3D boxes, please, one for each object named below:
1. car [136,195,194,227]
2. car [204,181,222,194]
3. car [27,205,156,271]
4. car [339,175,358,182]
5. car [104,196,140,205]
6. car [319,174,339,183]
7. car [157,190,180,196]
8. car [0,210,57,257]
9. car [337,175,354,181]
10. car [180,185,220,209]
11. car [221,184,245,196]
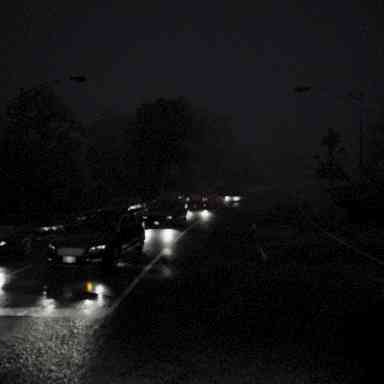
[{"bbox_3d":[-1.486,1.201,20.630,2.033,1.411,5.357,0,2,10],"label":"car"},{"bbox_3d":[2.790,-0.508,46.957,2.150,2.045,5.566,0,4,23],"label":"car"},{"bbox_3d":[-2.843,1.406,10.857,2.128,1.511,4.902,0,1,6],"label":"car"},{"bbox_3d":[36.994,-3.131,79.064,4.674,1.442,1.812,-5,3,-43],"label":"car"},{"bbox_3d":[-4.628,1.103,22.556,1.837,1.490,4.892,0,2,12],"label":"car"},{"bbox_3d":[32.323,-3.243,79.281,2.150,2.045,5.566,0,4,45],"label":"car"},{"bbox_3d":[-2.187,0.608,32.667,1.837,1.490,4.892,0,4,16],"label":"car"},{"bbox_3d":[-6.188,1.427,12.767,2.033,1.411,5.357,0,1,7],"label":"car"},{"bbox_3d":[40.013,-3.620,86.641,5.357,1.411,2.033,-5,3,-40],"label":"car"},{"bbox_3d":[0.860,0.532,30.561,2.097,1.767,4.553,0,3,16],"label":"car"},{"bbox_3d":[5.816,-0.201,45.116,1.994,1.385,4.181,0,4,23],"label":"car"}]
